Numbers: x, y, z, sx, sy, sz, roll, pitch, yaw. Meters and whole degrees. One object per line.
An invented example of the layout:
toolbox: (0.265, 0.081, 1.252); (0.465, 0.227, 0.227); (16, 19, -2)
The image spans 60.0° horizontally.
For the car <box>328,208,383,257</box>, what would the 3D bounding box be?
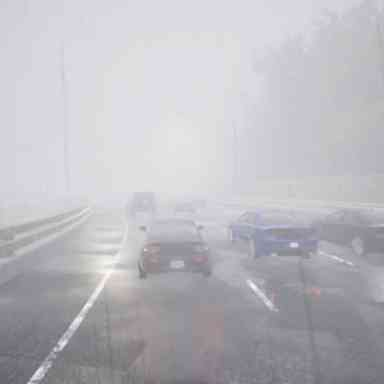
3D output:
car: (6.148, 1.337, 12.364); (1.882, 1.535, 5.008); (0, 1, -7)

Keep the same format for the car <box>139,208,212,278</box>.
car: (-0.571, 1.437, 9.778); (1.812, 1.442, 4.674); (0, 1, -6)

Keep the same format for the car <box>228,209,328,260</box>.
car: (2.668, 1.354, 12.077); (1.882, 1.535, 5.008); (0, 1, -7)

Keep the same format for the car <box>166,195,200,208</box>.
car: (-1.032, 1.254, 29.804); (1.812, 1.442, 4.674); (0, 1, -16)

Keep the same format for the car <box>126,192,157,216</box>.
car: (-4.481, 0.969, 29.264); (2.150, 2.045, 5.566); (0, 0, -16)

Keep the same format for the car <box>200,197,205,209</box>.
car: (-0.065, 1.128, 37.795); (1.882, 1.535, 5.008); (0, 1, -19)

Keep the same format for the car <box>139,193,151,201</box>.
car: (-9.241, 1.003, 64.836); (1.994, 1.385, 4.181); (0, 1, -13)
